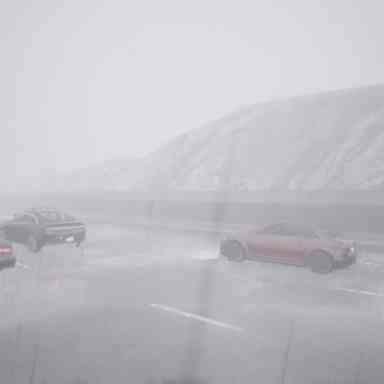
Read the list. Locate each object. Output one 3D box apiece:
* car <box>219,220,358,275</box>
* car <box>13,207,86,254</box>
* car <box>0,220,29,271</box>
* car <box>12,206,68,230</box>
[{"bbox_3d":[2.969,1.598,10.669,4.181,1.385,1.994,0,0,37],"label":"car"},{"bbox_3d":[-6.286,1.520,13.759,4.902,1.511,2.128,0,0,41],"label":"car"},{"bbox_3d":[-7.067,1.564,9.739,5.357,1.411,2.033,0,0,41],"label":"car"},{"bbox_3d":[-10.264,1.646,22.280,4.718,1.301,1.895,0,0,45],"label":"car"}]
